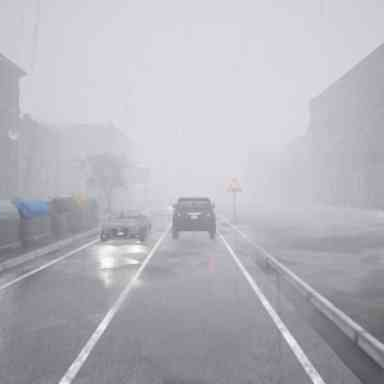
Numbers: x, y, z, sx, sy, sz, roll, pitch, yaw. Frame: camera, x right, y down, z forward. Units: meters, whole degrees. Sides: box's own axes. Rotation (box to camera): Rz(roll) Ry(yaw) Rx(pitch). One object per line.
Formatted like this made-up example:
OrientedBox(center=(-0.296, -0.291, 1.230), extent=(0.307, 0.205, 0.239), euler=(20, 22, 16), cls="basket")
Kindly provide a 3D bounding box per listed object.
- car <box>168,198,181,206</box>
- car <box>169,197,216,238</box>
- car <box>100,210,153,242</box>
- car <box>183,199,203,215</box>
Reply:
OrientedBox(center=(-3.028, 1.752, 58.338), extent=(1.895, 1.301, 4.718), euler=(0, 0, 1), cls="car")
OrientedBox(center=(0.102, 1.265, 18.163), extent=(2.150, 2.045, 5.566), euler=(0, 0, 0), cls="car")
OrientedBox(center=(-3.096, 1.601, 16.340), extent=(1.994, 1.385, 4.181), euler=(0, 0, 0), cls="car")
OrientedBox(center=(0.105, 1.590, 36.565), extent=(2.128, 1.511, 4.902), euler=(0, -1, 0), cls="car")
